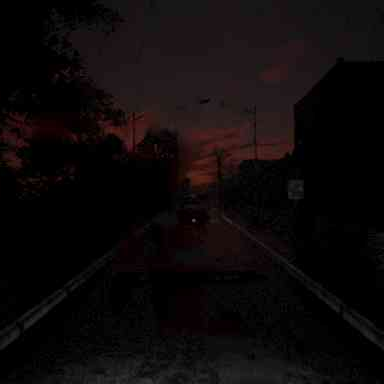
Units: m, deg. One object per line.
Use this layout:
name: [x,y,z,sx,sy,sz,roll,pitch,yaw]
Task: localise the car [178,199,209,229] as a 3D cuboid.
car: [0.102,1.480,21.704,1.882,1.535,5.008,0,0,0]
